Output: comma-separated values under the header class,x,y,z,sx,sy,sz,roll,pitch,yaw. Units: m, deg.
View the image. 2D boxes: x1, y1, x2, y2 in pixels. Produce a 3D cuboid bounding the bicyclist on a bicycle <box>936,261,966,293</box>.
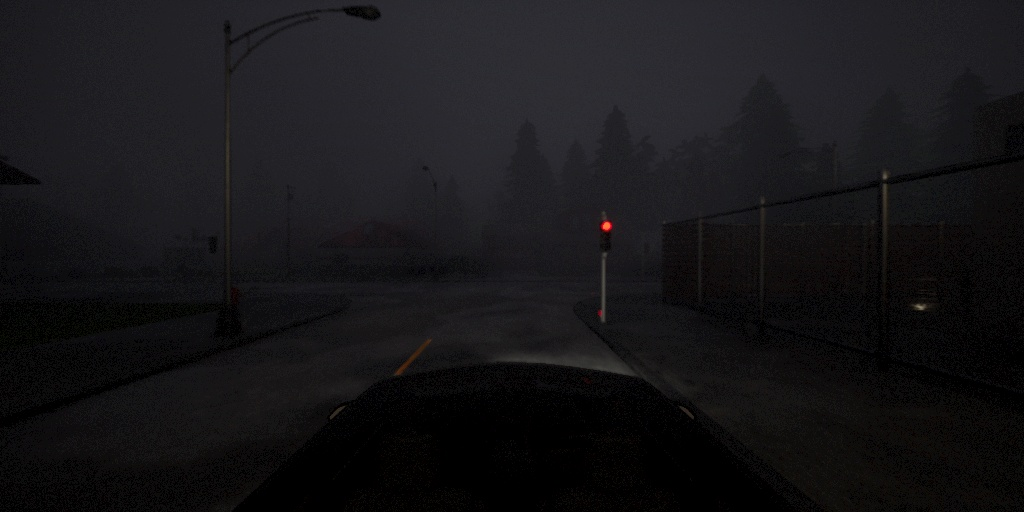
class,x,y,z,sx,sy,sz,roll,pitch,yaw
bicyclist on a bicycle,19.946,1.046,16.048,0.582,1.620,1.656,0,0,0
